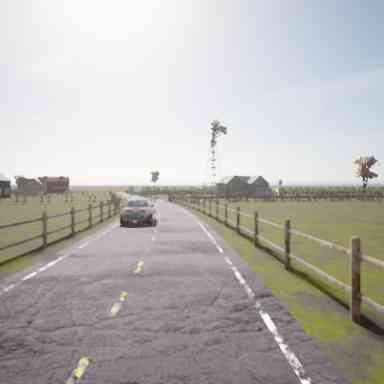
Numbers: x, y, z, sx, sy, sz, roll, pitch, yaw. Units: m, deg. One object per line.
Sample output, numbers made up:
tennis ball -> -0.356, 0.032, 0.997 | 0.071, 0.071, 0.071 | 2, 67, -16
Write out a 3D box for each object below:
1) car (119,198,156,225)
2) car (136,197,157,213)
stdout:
car -> -3.717, 1.261, 23.091 | 2.097, 1.767, 4.553 | 0, 0, -4
car -> -5.022, 1.376, 36.751 | 2.128, 1.511, 4.902 | 0, 0, -7
